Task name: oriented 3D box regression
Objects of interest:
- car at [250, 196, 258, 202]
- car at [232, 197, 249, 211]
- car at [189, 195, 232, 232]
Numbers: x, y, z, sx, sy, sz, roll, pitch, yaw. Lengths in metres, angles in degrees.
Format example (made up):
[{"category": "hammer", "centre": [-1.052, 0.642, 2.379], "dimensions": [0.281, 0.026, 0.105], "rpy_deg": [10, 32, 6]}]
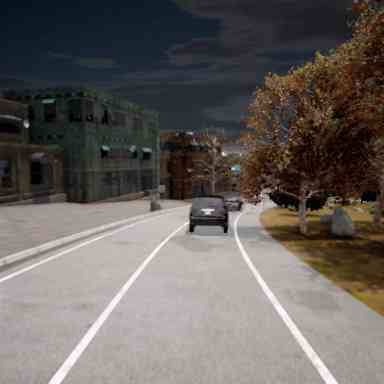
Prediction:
[{"category": "car", "centre": [11.497, 1.387, 63.689], "dimensions": [1.837, 1.490, 4.892], "rpy_deg": [3, 1, 28]}, {"category": "car", "centre": [4.929, 1.383, 38.529], "dimensions": [2.128, 1.511, 4.902], "rpy_deg": [2, 0, 15]}, {"category": "car", "centre": [1.111, 1.165, 19.788], "dimensions": [2.150, 2.045, 5.566], "rpy_deg": [1, 0, 6]}]
